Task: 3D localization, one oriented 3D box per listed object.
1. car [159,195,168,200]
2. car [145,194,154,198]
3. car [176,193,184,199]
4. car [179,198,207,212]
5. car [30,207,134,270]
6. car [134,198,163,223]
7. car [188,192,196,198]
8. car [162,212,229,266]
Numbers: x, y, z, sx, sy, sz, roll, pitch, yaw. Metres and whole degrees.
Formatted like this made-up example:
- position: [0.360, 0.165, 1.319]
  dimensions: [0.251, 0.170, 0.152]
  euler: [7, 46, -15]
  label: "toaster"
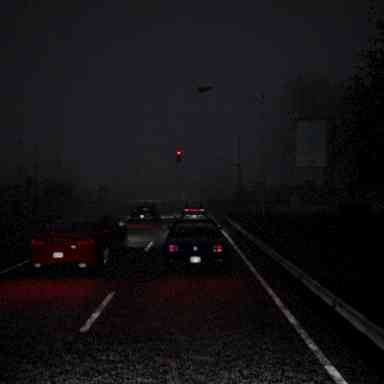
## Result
- position: [-7.000, 1.323, 83.103]
  dimensions: [1.994, 1.385, 4.181]
  euler: [0, 0, 0]
  label: "car"
- position: [-10.500, 1.295, 83.113]
  dimensions: [2.128, 1.511, 4.902]
  euler: [0, 0, 0]
  label: "car"
- position: [-3.496, 1.277, 92.408]
  dimensions: [2.033, 1.411, 5.357]
  euler: [0, 0, 0]
  label: "car"
- position: [0.111, 1.422, 24.795]
  dimensions: [2.128, 1.511, 4.902]
  euler: [0, 0, -1]
  label: "car"
- position: [-3.400, 1.447, 10.929]
  dimensions: [1.882, 1.535, 5.008]
  euler: [0, 0, 0]
  label: "car"
- position: [-3.400, 1.433, 25.052]
  dimensions: [1.837, 1.490, 4.892]
  euler: [0, -1, 0]
  label: "car"
- position: [0.004, 0.963, 92.437]
  dimensions: [2.150, 2.045, 5.566]
  euler: [0, 0, 0]
  label: "car"
- position: [0.101, 1.569, 11.359]
  dimensions: [1.895, 1.301, 4.718]
  euler: [0, 0, 0]
  label: "car"
